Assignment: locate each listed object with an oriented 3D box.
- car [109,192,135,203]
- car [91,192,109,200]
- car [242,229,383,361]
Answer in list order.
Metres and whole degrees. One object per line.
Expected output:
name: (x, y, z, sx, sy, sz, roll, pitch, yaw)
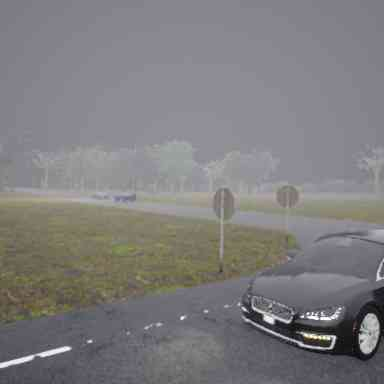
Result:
car: (-10.554, 0.799, 51.445, 1.882, 1.535, 5.008, 2, 0, -35)
car: (-16.487, 0.666, 60.008, 2.033, 1.411, 5.357, 2, 0, -35)
car: (3.057, 1.501, 6.009, 4.892, 1.490, 1.837, 0, 0, -35)
